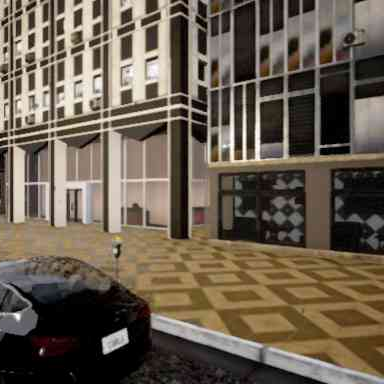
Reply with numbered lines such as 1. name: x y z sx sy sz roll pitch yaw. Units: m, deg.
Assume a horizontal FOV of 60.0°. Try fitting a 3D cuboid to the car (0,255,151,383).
1. car: -2.483 1.574 4.641 4.313 1.339 1.947 0 0 35
